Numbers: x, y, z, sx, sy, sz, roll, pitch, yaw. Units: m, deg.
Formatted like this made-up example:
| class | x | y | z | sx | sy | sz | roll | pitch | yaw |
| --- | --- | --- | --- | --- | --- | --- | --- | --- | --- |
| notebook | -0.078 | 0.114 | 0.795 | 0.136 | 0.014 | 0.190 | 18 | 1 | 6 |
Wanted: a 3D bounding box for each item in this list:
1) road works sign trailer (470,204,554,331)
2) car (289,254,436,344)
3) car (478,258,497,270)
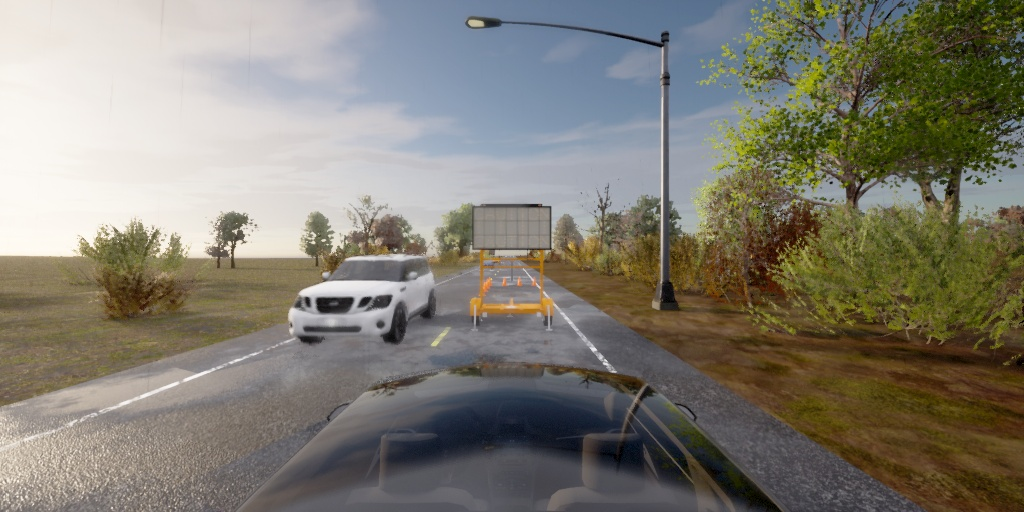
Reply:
| class | x | y | z | sx | sy | sz | roll | pitch | yaw |
| --- | --- | --- | --- | --- | --- | --- | --- | --- | --- |
| road works sign trailer | -0.003 | 0.214 | 11.009 | 2.380 | 3.560 | 2.880 | 0 | 0 | 0 |
| car | -3.602 | 0.971 | 9.911 | 2.150 | 2.045 | 5.566 | 0 | 0 | 0 |
| car | -3.614 | 1.239 | 51.635 | 1.812 | 1.442 | 4.674 | 0 | 0 | 0 |
